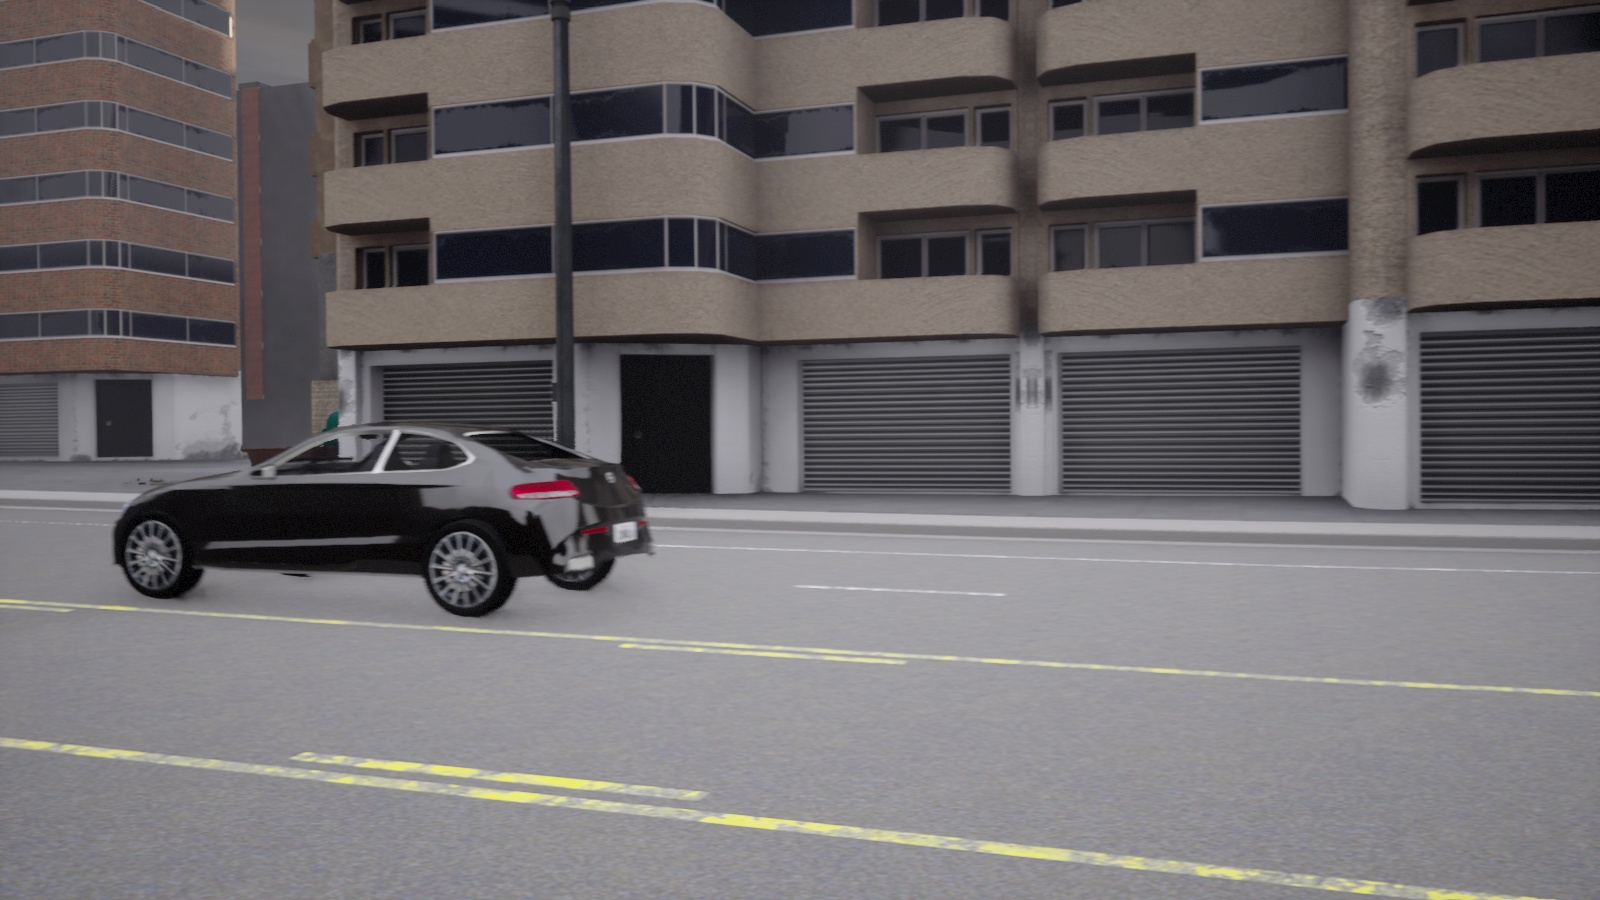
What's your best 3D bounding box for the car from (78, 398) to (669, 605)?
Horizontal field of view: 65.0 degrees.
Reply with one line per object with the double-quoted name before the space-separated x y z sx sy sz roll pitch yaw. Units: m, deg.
"car" -3.998 0.367 11.920 5.027 1.651 2.152 1 1 19
